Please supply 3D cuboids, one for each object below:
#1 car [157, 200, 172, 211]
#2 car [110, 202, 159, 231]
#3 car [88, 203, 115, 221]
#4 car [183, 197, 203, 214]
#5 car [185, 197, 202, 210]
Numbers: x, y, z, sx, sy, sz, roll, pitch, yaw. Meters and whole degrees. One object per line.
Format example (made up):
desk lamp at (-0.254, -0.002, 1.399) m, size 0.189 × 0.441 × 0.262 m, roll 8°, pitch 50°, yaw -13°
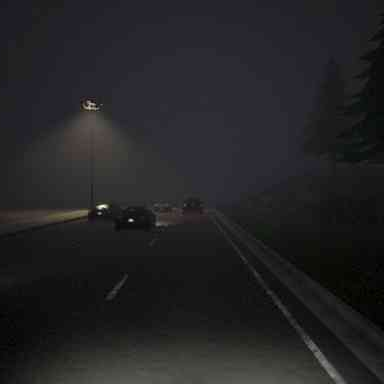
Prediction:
car at (-3.364, 1.601, 39.434) m, size 1.895 × 1.301 × 4.718 m, roll 0°, pitch 0°, yaw 1°
car at (-3.399, 1.564, 20.512) m, size 1.994 × 1.385 × 4.181 m, roll 0°, pitch 0°, yaw 0°
car at (-6.898, 1.564, 26.843) m, size 1.994 × 1.385 × 4.181 m, roll 0°, pitch 0°, yaw 0°
car at (0.101, 1.352, 35.368) m, size 2.097 × 1.767 × 4.553 m, roll 0°, pitch 0°, yaw 0°
car at (0.271, 1.491, 44.579) m, size 2.128 × 1.511 × 4.902 m, roll 0°, pitch 0°, yaw 2°
